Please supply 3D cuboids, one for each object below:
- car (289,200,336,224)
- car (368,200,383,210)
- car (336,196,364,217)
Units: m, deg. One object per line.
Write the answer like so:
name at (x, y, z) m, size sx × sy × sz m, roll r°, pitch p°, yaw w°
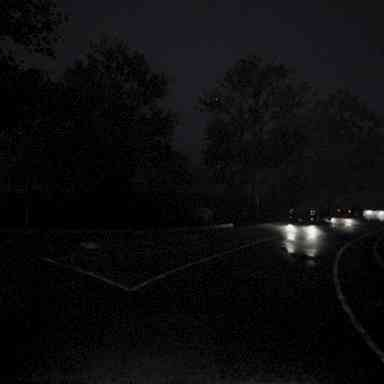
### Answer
car at (9.327, 1.437, 26.067) m, size 2.097 × 1.767 × 4.553 m, roll 2°, pitch 2°, yaw 39°
car at (25.895, 1.790, 46.152) m, size 1.895 × 1.301 × 4.718 m, roll 2°, pitch 1°, yaw 40°
car at (15.906, 1.404, 34.112) m, size 2.150 × 2.045 × 5.566 m, roll 2°, pitch 1°, yaw 40°
